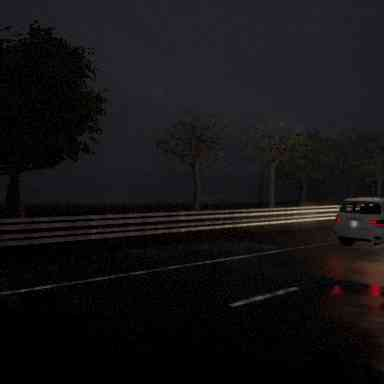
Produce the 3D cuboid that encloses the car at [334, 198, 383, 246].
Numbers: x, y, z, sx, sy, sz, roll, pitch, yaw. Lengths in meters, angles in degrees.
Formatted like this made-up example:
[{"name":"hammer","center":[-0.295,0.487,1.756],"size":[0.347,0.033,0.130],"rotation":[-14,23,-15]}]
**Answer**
[{"name":"car","center":[8.293,1.257,14.084],"size":[5.566,2.045,2.150],"rotation":[0,0,-35]}]
